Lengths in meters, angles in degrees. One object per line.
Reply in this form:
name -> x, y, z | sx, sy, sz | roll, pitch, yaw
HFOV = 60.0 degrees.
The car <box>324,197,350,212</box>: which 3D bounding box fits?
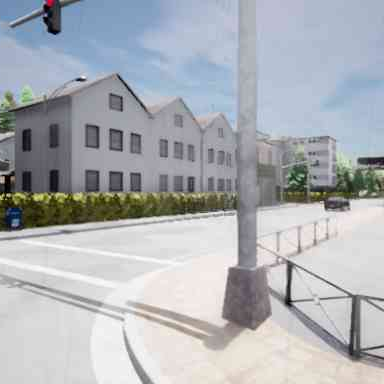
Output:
car -> 15.721, 1.247, 36.006 | 1.882, 1.535, 5.008 | 0, 0, 35
